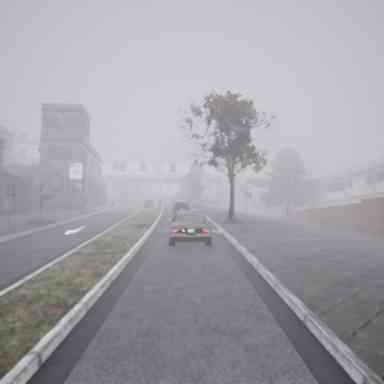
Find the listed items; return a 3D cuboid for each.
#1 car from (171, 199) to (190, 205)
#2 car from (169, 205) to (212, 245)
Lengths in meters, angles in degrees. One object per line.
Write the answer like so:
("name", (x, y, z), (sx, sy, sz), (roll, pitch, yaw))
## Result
("car", (-1.307, 1.567, 38.806), (1.837, 1.490, 4.892), (0, 0, -4))
("car", (-0.115, 1.574, 15.543), (2.033, 1.411, 5.357), (0, 0, -2))
